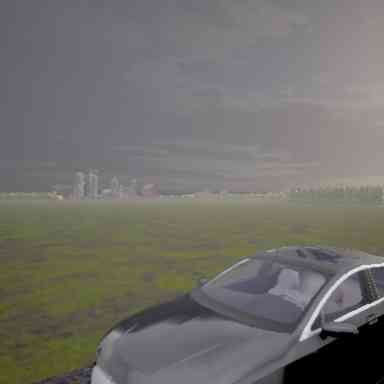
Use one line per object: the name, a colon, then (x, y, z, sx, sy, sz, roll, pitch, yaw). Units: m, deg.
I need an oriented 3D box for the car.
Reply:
car: (1.291, 1.490, 3.991, 4.902, 1.511, 2.128, 0, 0, -36)
